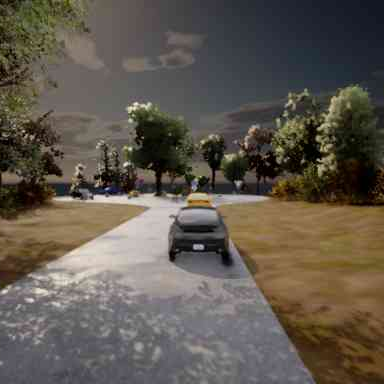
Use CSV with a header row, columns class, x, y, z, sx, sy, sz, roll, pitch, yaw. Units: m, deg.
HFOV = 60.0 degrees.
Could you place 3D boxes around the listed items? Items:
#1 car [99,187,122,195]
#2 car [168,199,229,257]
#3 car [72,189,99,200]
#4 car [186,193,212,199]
class,x,y,z,sx,sy,sz,roll,pitch,yaw
car,-15.893,-0.142,64.724,1.882,1.535,5.008,1,2,39
car,0.228,1.223,11.621,1.837,1.490,4.892,0,1,1
car,-15.593,0.303,47.408,2.128,1.511,4.902,-1,2,-39
car,0.536,0.821,26.482,1.882,1.535,5.008,0,1,2
